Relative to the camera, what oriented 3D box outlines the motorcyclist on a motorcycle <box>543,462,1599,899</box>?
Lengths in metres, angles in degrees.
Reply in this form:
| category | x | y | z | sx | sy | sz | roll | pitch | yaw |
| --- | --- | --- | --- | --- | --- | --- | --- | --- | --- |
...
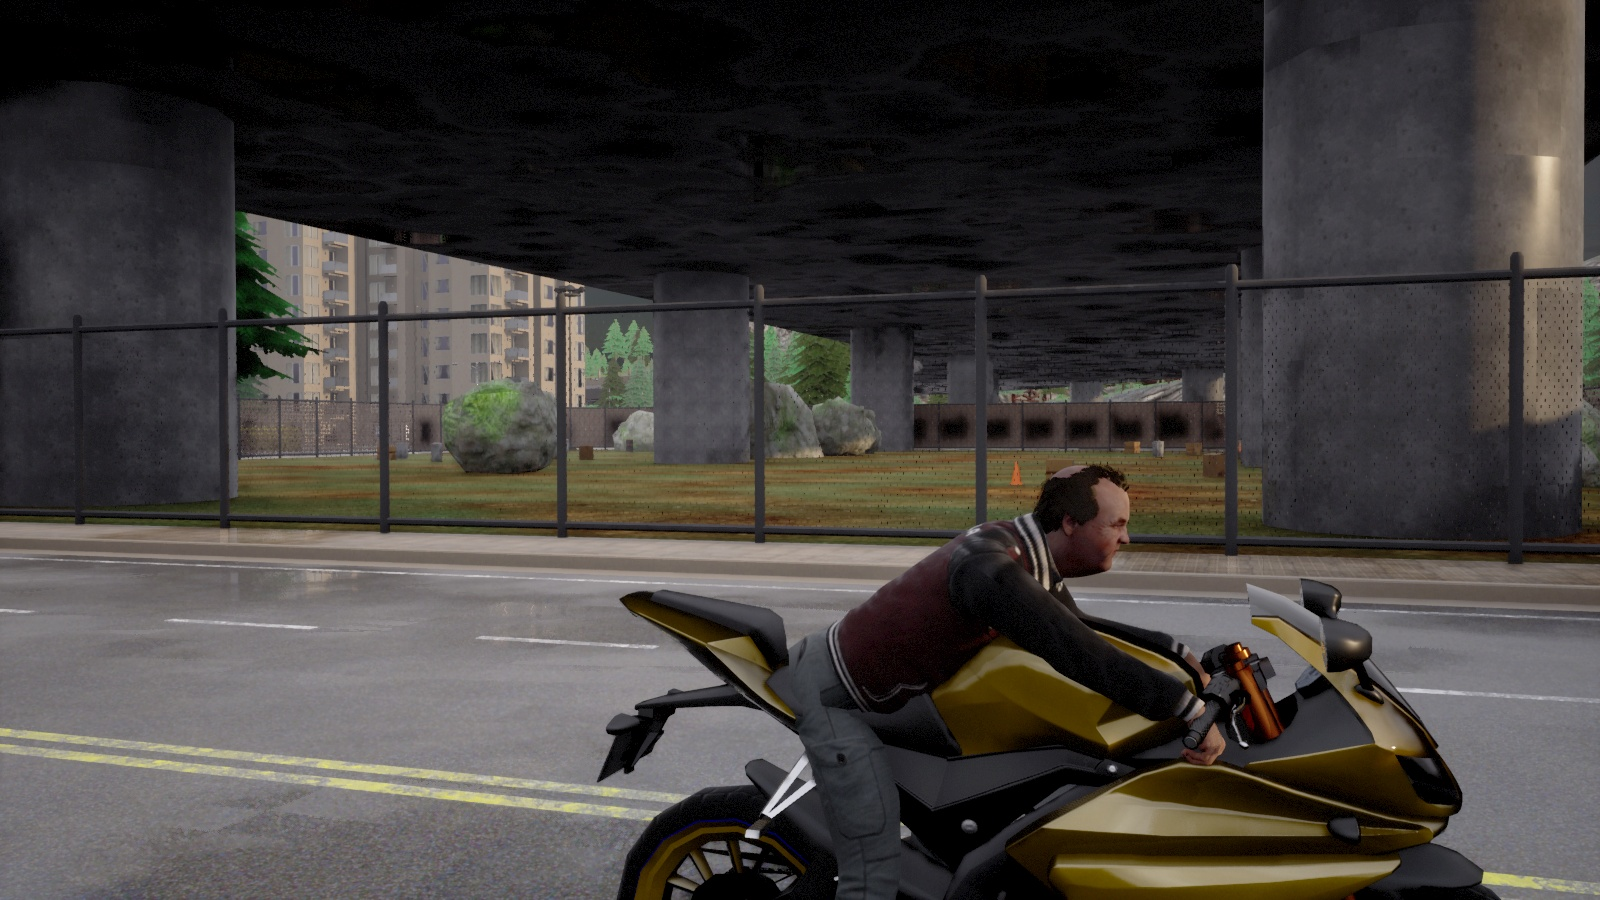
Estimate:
| category | x | y | z | sx | sy | sz | roll | pitch | yaw |
| --- | --- | --- | --- | --- | --- | --- | --- | --- | --- |
| motorcyclist on a motorcycle | 0.575 | 0.816 | 3.000 | 2.191 | 1.530 | 0.866 | 1 | 1 | 19 |
